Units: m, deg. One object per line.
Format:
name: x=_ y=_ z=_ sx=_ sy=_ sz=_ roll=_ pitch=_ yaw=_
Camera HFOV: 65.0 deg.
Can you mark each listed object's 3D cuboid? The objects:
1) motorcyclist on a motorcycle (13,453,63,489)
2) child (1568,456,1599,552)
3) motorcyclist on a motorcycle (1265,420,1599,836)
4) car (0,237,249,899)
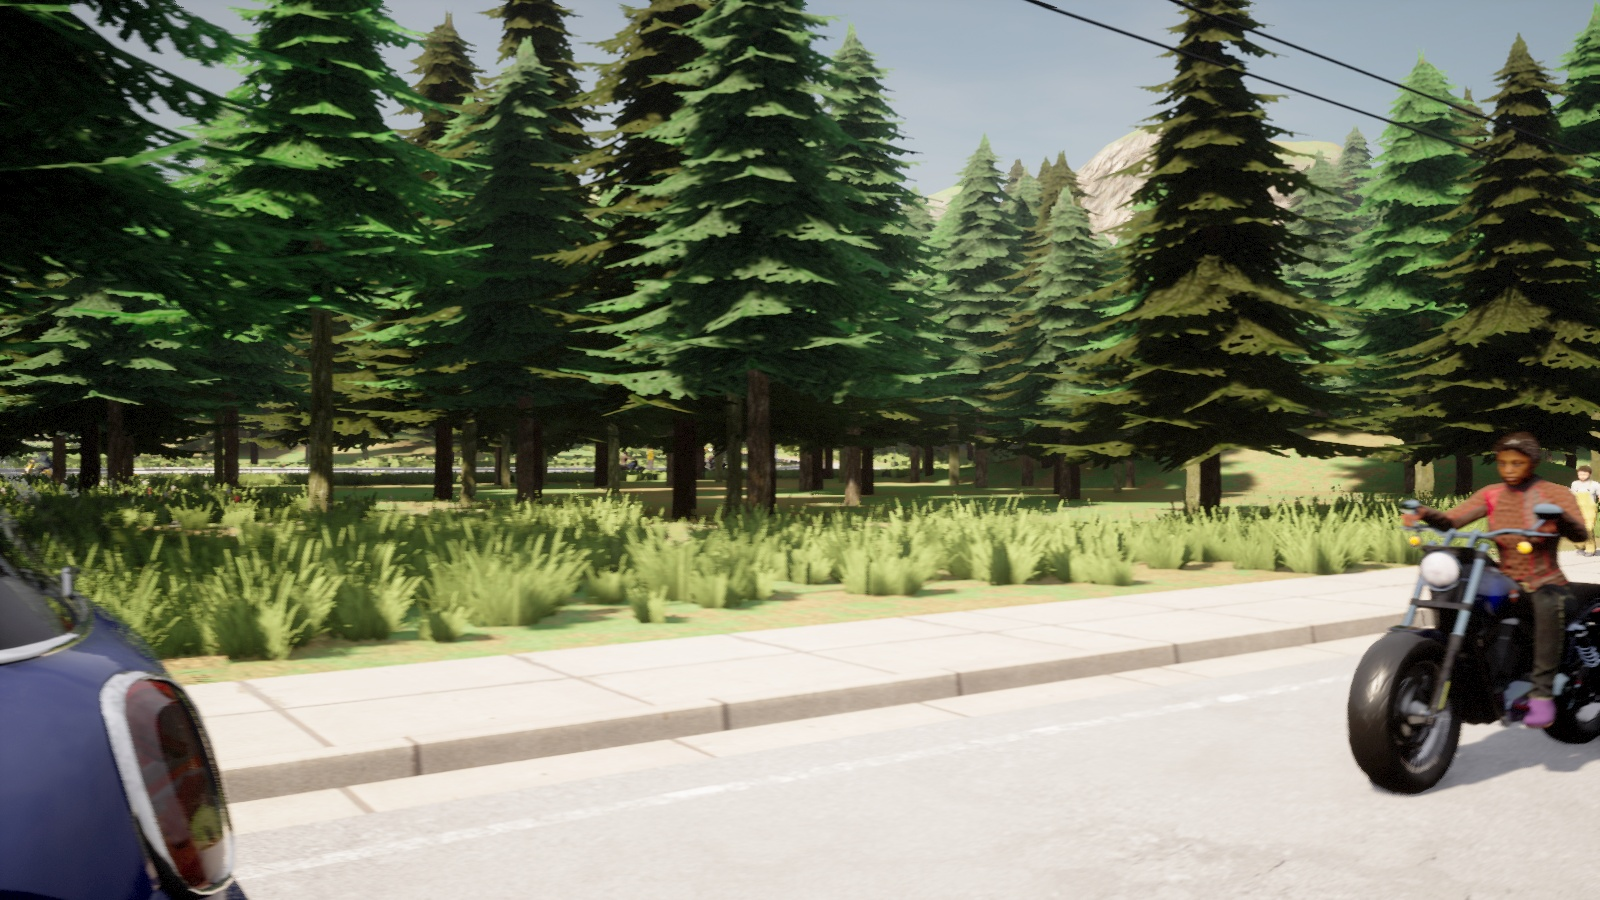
motorcyclist on a motorcycle: x=-34.363 y=0.920 z=56.624 sx=1.817 sy=1.590 sz=0.866 roll=0 pitch=0 yaw=-39
child: x=10.439 y=0.708 z=16.683 sx=0.437 sy=1.263 sz=0.270 roll=0 pitch=0 yaw=-41
motorcyclist on a motorcycle: x=3.260 y=0.703 z=5.975 sx=2.350 sy=1.649 sz=0.766 roll=0 pitch=0 yaw=-35
car: x=-3.260 y=0.613 z=1.371 sx=4.553 sy=1.767 sz=2.097 roll=0 pitch=0 yaw=-35
